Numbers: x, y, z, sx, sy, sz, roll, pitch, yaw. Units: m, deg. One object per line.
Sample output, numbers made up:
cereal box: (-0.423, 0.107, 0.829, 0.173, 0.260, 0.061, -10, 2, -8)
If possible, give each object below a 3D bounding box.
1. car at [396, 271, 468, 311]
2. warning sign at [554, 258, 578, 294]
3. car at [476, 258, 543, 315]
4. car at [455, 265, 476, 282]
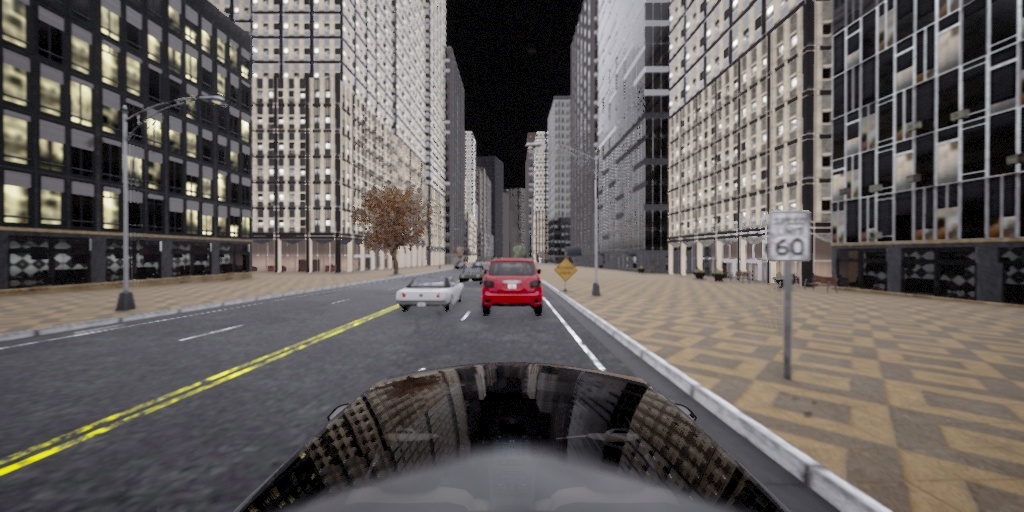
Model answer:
car: (-3.220, 1.482, 15.082, 1.895, 1.301, 4.718, 0, -1, 1)
warning sign: (2.864, 1.037, 19.292, 1.300, 1.860, 1.060, 0, 0, 0)
car: (0.021, 1.099, 14.409, 2.150, 2.045, 5.566, 0, 0, 0)
car: (-3.208, 1.628, 30.085, 1.895, 1.301, 4.718, 0, -1, 1)
